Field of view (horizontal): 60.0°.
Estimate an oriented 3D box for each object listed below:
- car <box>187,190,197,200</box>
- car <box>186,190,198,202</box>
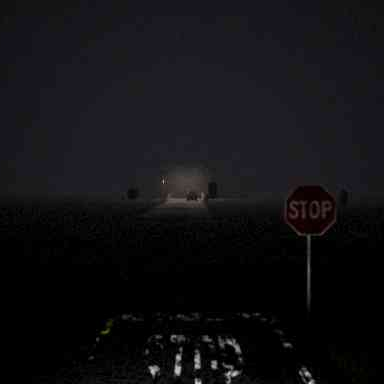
[{"bbox_3d":[0.020,0.574,71.778,2.150,2.045,5.566,0,0,0],"label":"car"},{"bbox_3d":[0.017,0.893,61.714,2.097,1.767,4.553,0,0,0],"label":"car"}]
